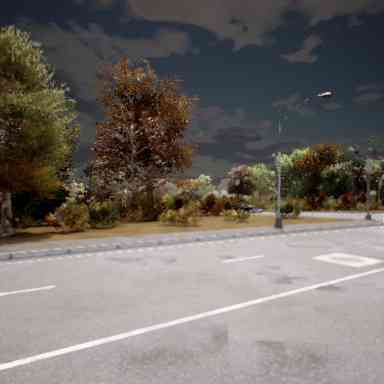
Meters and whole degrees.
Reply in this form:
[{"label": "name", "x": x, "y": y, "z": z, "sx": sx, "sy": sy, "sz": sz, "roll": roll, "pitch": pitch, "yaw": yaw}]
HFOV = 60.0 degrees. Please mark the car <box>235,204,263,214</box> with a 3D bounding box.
[{"label": "car", "x": 8.295, "y": 2.538, "z": 48.685, "sx": 2.128, "sy": 1.511, "sz": 4.902, "roll": 1, "pitch": -3, "yaw": -32}]
